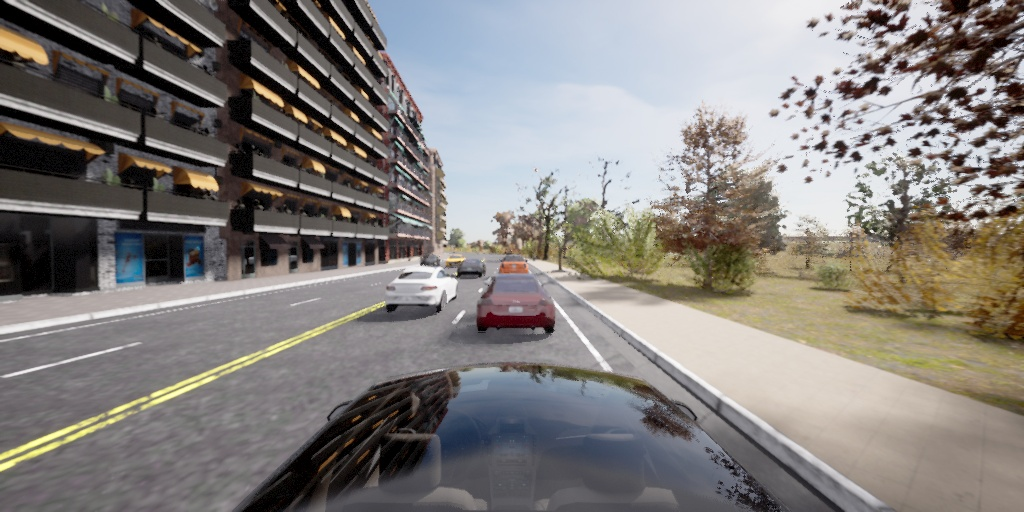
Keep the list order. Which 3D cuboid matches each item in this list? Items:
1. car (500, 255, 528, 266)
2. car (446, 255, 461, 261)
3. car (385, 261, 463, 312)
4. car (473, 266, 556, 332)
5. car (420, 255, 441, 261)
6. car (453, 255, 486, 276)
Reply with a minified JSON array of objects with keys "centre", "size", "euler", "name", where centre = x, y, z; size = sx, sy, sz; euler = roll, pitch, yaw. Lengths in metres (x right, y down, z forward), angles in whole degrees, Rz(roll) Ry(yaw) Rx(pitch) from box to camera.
[{"centre":[0.143,0.690,27.317],"size":[2.097,1.767,4.553],"euler":[0,1,0],"name":"car"},{"centre":[-6.578,0.579,42.173],"size":[1.882,1.535,5.008],"euler":[0,1,0],"name":"car"},{"centre":[-3.137,1.091,13.067],"size":[1.812,1.442,4.674],"euler":[0,1,0],"name":"car"},{"centre":[0.098,1.174,10.305],"size":[1.994,1.385,4.181],"euler":[0,1,0],"name":"car"},{"centre":[-9.837,0.586,43.466],"size":[1.837,1.490,4.892],"euler":[0,1,-1],"name":"car"},{"centre":[-3.104,0.887,28.219],"size":[1.994,1.385,4.181],"euler":[0,1,0],"name":"car"}]
